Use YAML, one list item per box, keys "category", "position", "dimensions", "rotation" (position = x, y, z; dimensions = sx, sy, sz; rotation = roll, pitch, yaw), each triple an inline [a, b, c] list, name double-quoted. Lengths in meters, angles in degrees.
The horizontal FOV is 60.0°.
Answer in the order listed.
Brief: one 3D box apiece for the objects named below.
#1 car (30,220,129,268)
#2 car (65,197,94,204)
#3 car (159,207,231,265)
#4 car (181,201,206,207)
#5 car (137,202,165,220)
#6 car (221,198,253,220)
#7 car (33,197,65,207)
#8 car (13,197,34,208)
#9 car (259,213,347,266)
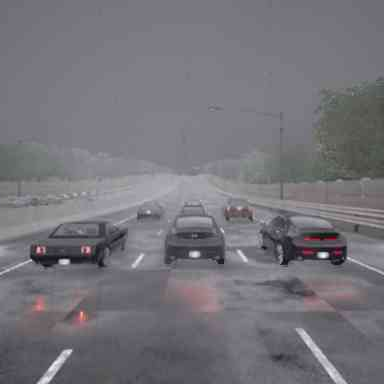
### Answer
- category: "car"
  position: [-3.415, 1.584, 11.148]
  dimensions: [1.895, 1.301, 4.718]
  rotation: [0, 0, 0]
- category: "car"
  position: [-14.077, 1.401, 43.007]
  dimensions: [2.128, 1.511, 4.902]
  rotation: [0, 0, 0]
- category: "car"
  position: [0.086, 1.485, 11.605]
  dimensions: [1.837, 1.490, 4.892]
  rotation: [0, 0, 0]
- category: "car"
  position: [0.092, 1.444, 27.526]
  dimensions: [2.128, 1.511, 4.902]
  rotation: [0, 0, 0]
- category: "car"
  position: [-3.408, 1.516, 28.056]
  dimensions: [1.994, 1.385, 4.181]
  rotation: [0, 0, 0]
- category: "car"
  position: [3.590, 1.305, 27.260]
  dimensions: [2.097, 1.767, 4.553]
  rotation: [0, 0, 0]
- category: "car"
  position: [-17.581, 1.515, 41.816]
  dimensions: [1.895, 1.301, 4.718]
  rotation: [0, 0, 0]
- category: "car"
  position: [-21.073, 1.414, 42.851]
  dimensions: [1.837, 1.490, 4.892]
  rotation: [0, 0, 0]
- category: "car"
  position: [3.587, 1.485, 11.506]
  dimensions: [1.837, 1.490, 4.892]
  rotation: [0, 0, 0]
